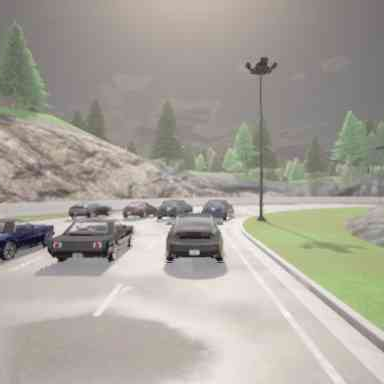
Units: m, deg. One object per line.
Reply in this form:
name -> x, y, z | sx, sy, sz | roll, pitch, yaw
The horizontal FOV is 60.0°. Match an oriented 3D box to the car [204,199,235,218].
car -> 2.342, 1.419, 28.632 | 2.097, 1.767, 4.553 | 0, 0, 17

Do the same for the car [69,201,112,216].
car -> -8.711, 1.559, 28.995 | 2.128, 1.511, 4.902 | 0, 0, 14

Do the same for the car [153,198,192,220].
car -> -1.296, 1.419, 28.672 | 2.097, 1.767, 4.553 | 0, 0, 16

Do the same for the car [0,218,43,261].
car -> -6.894, 1.630, 12.359 | 1.895, 1.301, 4.718 | 0, 0, 1

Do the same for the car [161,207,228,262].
car -> 0.102, 1.534, 12.213 | 1.837, 1.490, 4.892 | 0, 0, 1

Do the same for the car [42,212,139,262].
car -> -3.395, 1.629, 12.208 | 1.895, 1.301, 4.718 | 0, 0, 1

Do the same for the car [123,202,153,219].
car -> -4.578, 1.595, 29.896 | 1.812, 1.442, 4.674 | 0, 0, 16
